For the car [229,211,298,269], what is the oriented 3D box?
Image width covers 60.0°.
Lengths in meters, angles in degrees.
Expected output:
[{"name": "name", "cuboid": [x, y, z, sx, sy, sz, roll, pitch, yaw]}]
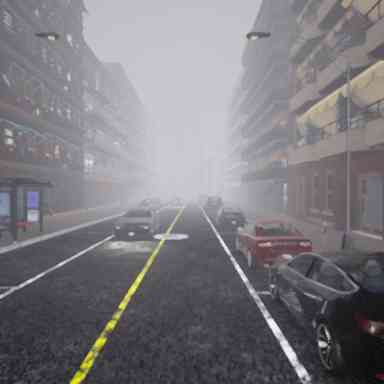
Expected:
[{"name": "car", "cuboid": [2.523, 1.572, 11.078, 1.887, 1.381, 4.507, -1, 0, 0]}]

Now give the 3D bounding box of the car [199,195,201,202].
[{"name": "car", "cuboid": [2.558, 1.572, 50.729, 1.967, 1.590, 4.097, -1, 0, 0]}]

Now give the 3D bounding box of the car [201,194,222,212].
[{"name": "car", "cuboid": [2.541, 1.415, 39.401, 2.192, 1.841, 5.009, -1, 0, 0]}]

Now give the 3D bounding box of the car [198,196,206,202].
[{"name": "car", "cuboid": [2.555, 1.811, 84.714, 1.802, 1.307, 4.206, -1, 0, 0]}]

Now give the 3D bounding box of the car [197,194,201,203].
[{"name": "car", "cuboid": [2.268, 1.421, 72.074, 2.150, 2.045, 5.566, 0, 0, 0]}]

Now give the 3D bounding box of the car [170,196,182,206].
[{"name": "car", "cuboid": [-2.792, 1.647, 59.447, 2.128, 1.511, 4.902, 0, 0, 1]}]

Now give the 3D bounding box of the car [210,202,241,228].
[{"name": "car", "cuboid": [2.523, 1.607, 22.407, 2.008, 1.369, 4.403, -1, 0, 0]}]

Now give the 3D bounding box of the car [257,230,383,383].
[{"name": "car", "cuboid": [2.523, 1.579, 5.414, 1.947, 1.339, 4.313, -1, 0, 0]}]

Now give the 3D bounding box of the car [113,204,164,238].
[{"name": "car", "cuboid": [-2.848, 1.593, 18.292, 2.033, 1.411, 5.357, 0, 0, 0]}]

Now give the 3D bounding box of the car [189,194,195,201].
[{"name": "car", "cuboid": [-0.001, 1.637, 90.592, 2.033, 1.411, 5.357, 0, 0, 0]}]

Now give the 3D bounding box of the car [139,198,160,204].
[{"name": "car", "cuboid": [-5.326, 1.541, 39.634, 1.967, 1.590, 4.097, -1, 0, 0]}]

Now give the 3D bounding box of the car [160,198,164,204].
[{"name": "car", "cuboid": [-5.326, 1.572, 50.937, 1.967, 1.590, 4.097, -1, 0, 0]}]
